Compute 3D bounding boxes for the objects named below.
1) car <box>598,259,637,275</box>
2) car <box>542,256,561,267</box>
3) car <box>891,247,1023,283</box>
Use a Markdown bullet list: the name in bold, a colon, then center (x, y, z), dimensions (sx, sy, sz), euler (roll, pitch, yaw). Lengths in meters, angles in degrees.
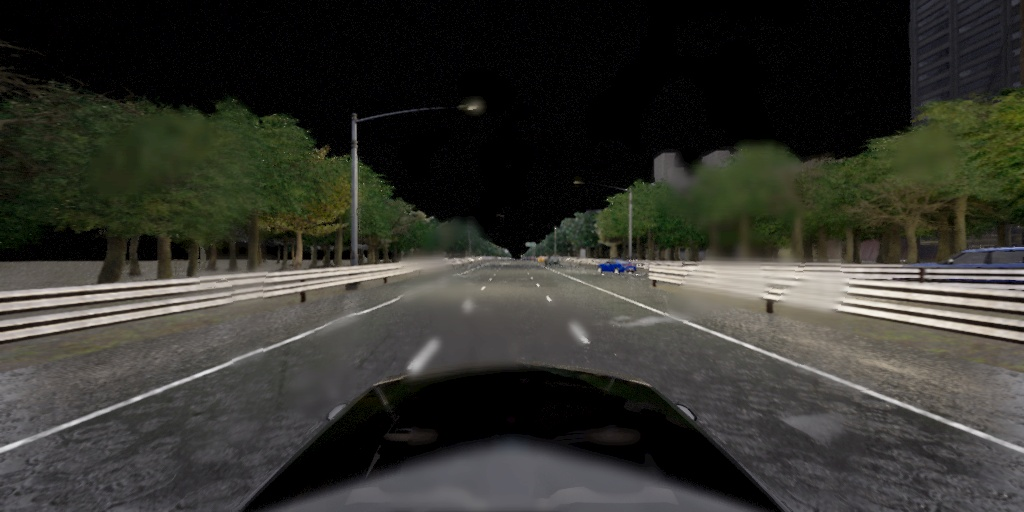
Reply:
- **car**: center (10.763, 1.083, 37.087), dimensions (1.882, 1.535, 5.008), euler (0, 0, -18)
- **car**: center (6.947, 0.801, 61.440), dimensions (2.097, 1.767, 4.553), euler (0, 0, -5)
- **car**: center (19.872, 0.683, 14.941), dimensions (2.150, 2.045, 5.566), euler (0, -1, -30)
